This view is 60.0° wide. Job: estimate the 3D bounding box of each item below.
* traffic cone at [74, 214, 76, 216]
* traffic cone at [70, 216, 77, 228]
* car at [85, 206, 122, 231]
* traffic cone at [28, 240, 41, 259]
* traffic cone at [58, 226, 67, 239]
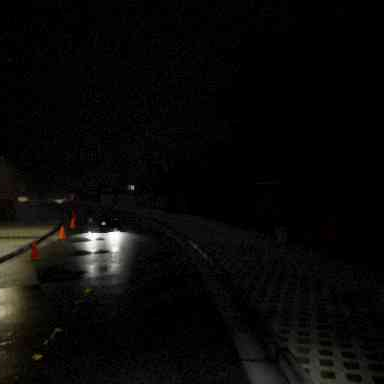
[{"bbox_3d":[-8.943,1.932,25.386,0.340,0.580,0.340,0,0,-20],"label":"traffic cone"},{"bbox_3d":[-7.457,1.937,20.773,0.340,0.580,0.340,0,0,-16],"label":"traffic cone"},{"bbox_3d":[-5.401,1.546,20.270,1.994,1.385,4.181,0,0,-16],"label":"car"},{"bbox_3d":[-5.354,1.946,11.317,0.340,0.580,0.340,0,0,-9],"label":"traffic cone"},{"bbox_3d":[-6.259,1.942,16.078,0.340,0.580,0.340,0,0,-13],"label":"traffic cone"}]
